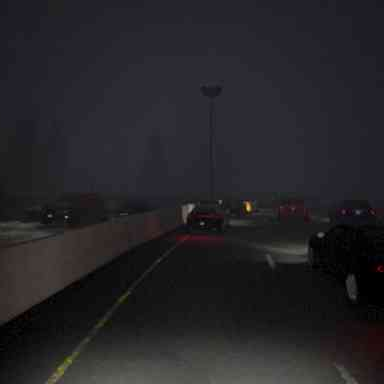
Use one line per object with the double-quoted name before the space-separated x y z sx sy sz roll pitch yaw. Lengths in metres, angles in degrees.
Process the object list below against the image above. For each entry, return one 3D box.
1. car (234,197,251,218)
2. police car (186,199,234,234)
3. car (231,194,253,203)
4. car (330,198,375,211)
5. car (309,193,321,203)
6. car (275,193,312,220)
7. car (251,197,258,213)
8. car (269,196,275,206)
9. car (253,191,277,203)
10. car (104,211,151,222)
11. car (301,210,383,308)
"car" 3.425 1.292 27.773 1.882 1.535 5.008 0 0 18
"police car" 1.013 1.298 18.615 1.930 1.638 5.238 0 0 12
"car" 9.075 1.082 60.021 1.882 1.535 5.008 0 0 36
"car" 10.231 1.228 21.469 2.097 1.767 4.553 0 0 14
"car" 21.055 0.996 58.772 2.097 1.767 4.553 0 1 41
"car" 7.799 1.192 25.659 2.097 1.767 4.553 0 0 17
"car" 5.322 1.260 33.201 1.882 1.535 5.008 0 0 21
"car" 12.999 1.056 47.100 2.097 1.767 4.553 0 0 32
"car" 13.118 0.841 59.630 2.150 2.045 5.566 0 0 36
"car" -4.218 1.326 22.136 2.128 1.511 4.902 0 0 14
"car" 4.164 1.433 7.771 1.882 1.535 5.008 0 0 5
